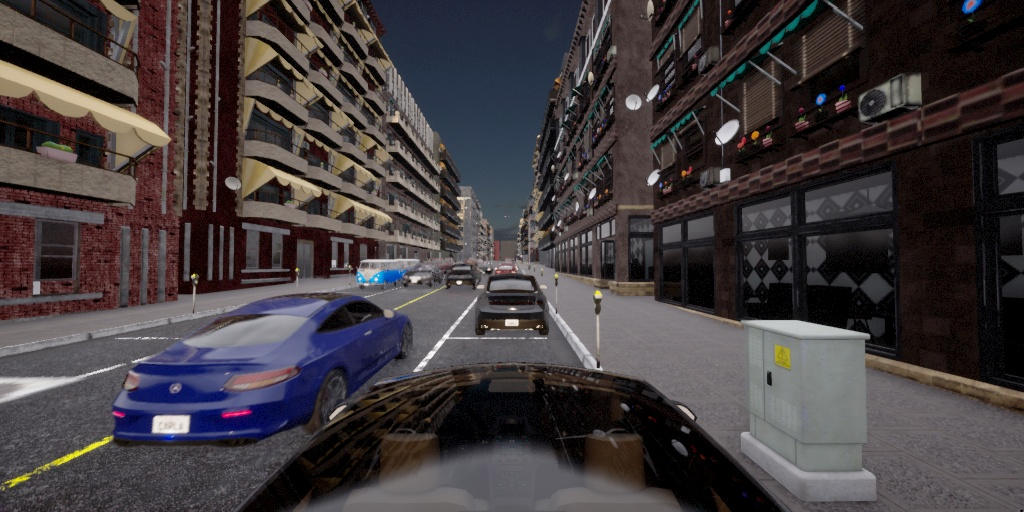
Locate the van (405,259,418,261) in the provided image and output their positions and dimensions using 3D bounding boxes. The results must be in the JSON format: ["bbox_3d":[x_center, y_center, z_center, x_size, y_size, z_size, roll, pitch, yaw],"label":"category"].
[{"bbox_3d":[-8.336,1.118,28.134,1.690,1.789,3.998,0,0,0],"label":"van"}]

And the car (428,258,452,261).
[{"bbox_3d":[-8.336,1.115,39.194,2.192,1.841,5.009,0,0,0],"label":"car"}]

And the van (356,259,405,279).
[{"bbox_3d":[-8.336,1.108,22.602,1.690,1.789,3.998,0,0,0],"label":"van"}]

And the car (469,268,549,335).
[{"bbox_3d":[0.000,1.259,10.503,1.837,1.490,4.892,0,0,0],"label":"car"}]

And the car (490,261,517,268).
[{"bbox_3d":[-0.453,1.322,28.072,1.888,1.381,4.507,0,0,0],"label":"car"}]

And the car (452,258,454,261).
[{"bbox_3d":[-8.336,1.128,44.724,2.192,1.841,5.009,0,0,0],"label":"car"}]

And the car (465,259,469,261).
[{"bbox_3d":[-8.337,1.410,55.786,1.948,1.339,4.313,0,0,0],"label":"car"}]

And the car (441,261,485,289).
[{"bbox_3d":[-3.021,1.272,22.966,1.837,1.490,4.892,0,0,0],"label":"car"}]

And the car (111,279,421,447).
[{"bbox_3d":[-2.924,1.277,5.382,1.812,1.442,4.674,0,0,0],"label":"car"}]

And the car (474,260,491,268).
[{"bbox_3d":[-2.924,1.400,38.711,1.895,1.301,4.718,0,0,0],"label":"car"}]

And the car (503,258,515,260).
[{"bbox_3d":[-0.446,1.240,39.134,1.967,1.591,4.097,0,0,0],"label":"car"}]

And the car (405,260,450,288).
[{"bbox_3d":[-5.869,1.261,24.055,2.128,1.511,4.902,0,0,0],"label":"car"}]
